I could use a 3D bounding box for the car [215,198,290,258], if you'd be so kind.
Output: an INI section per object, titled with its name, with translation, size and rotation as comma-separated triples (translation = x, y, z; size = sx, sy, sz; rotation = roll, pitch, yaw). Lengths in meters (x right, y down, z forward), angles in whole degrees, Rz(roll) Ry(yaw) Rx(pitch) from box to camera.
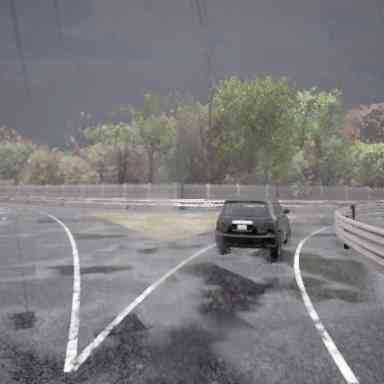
[car]
translation = 2.570, 1.232, 13.214
size = 2.150, 2.045, 5.566
rotation = 0, 0, 21
